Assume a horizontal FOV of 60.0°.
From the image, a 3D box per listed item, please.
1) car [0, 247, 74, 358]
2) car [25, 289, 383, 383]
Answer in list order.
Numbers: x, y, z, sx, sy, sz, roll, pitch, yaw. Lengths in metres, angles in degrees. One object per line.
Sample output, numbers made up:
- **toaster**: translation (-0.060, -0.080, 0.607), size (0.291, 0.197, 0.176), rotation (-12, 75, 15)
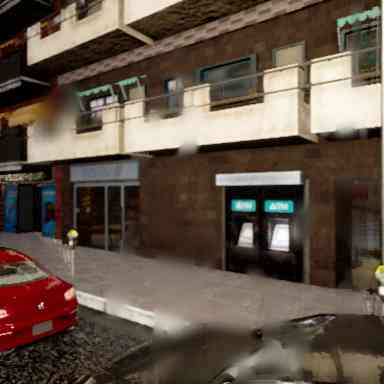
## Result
- **car**: translation (-3.577, 1.564, 5.432), size (4.206, 1.307, 1.802), rotation (0, 0, 35)
- **car**: translation (1.033, 1.565, 2.145), size (4.313, 1.339, 1.947), rotation (0, 0, 35)
